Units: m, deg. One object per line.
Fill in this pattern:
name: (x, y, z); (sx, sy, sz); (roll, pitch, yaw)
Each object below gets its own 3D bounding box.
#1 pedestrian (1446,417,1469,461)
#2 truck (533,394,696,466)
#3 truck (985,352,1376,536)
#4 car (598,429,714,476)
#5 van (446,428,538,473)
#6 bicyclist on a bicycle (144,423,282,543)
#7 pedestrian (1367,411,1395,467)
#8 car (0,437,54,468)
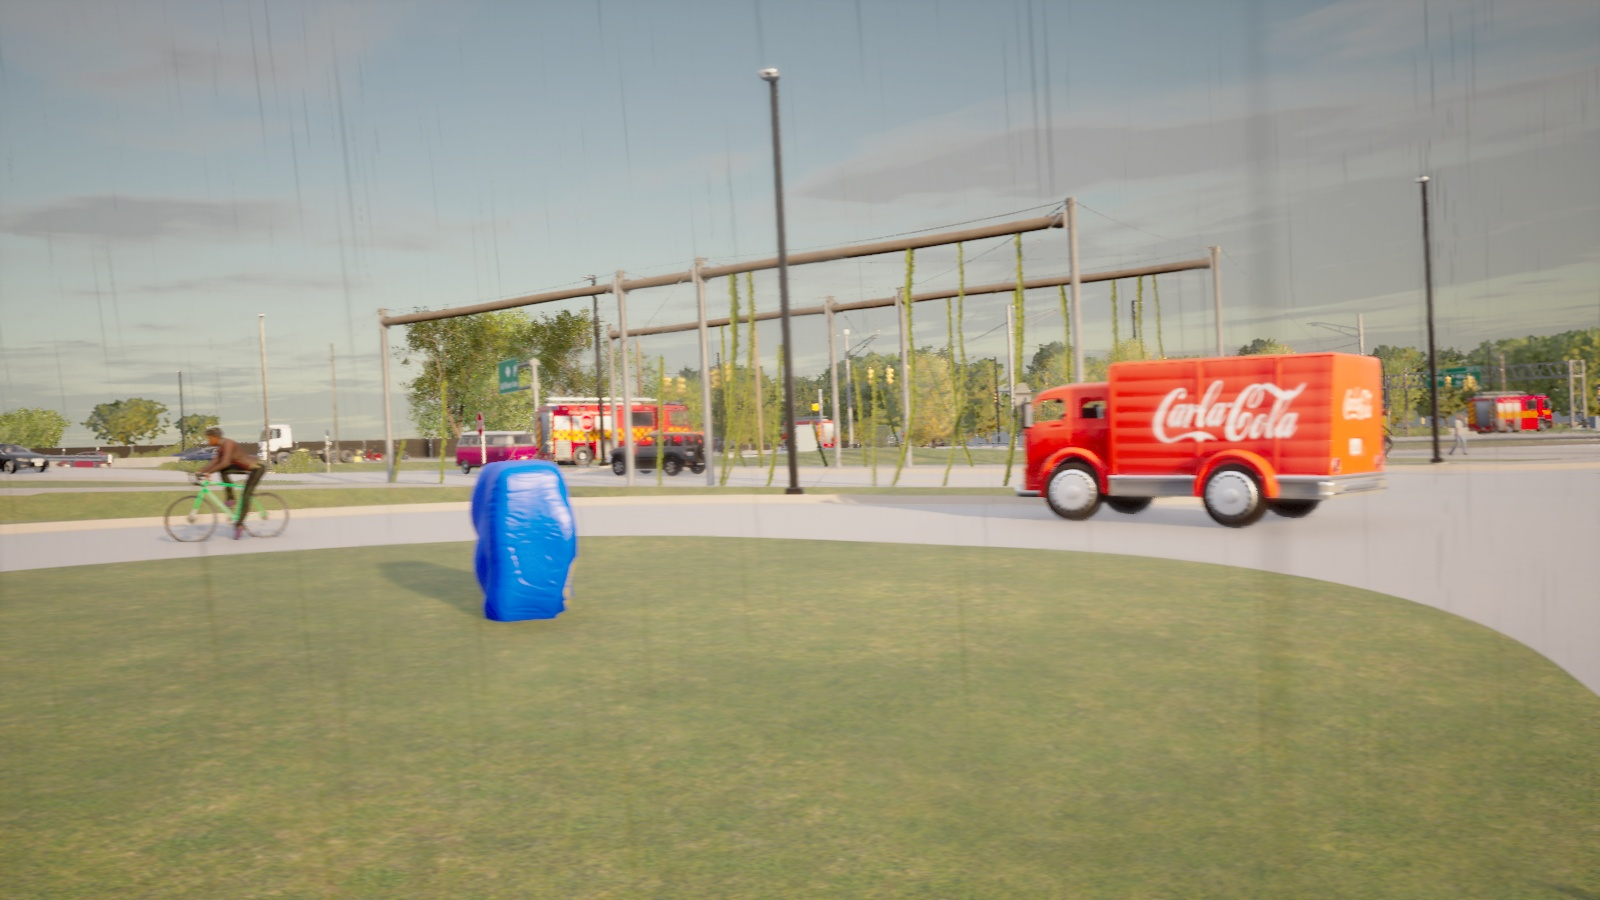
pedestrian: (28.109, -0.478, 53.707); (0.354, 1.836, 0.706); (-3, 0, -35)
truck: (-10.249, -1.073, 69.943); (8.468, 3.827, 2.891); (-1, -1, -31)
truck: (5.823, -0.089, 19.593); (5.204, 2.467, 2.627); (0, 1, 41)
car: (-6.054, 0.094, 52.612); (4.605, 1.855, 1.932); (0, 2, 34)
van: (-14.360, 0.010, 58.446); (4.442, 1.987, 1.775); (0, 2, 38)
bicyclist on a bicycle: (-8.319, 0.440, 17.821); (1.656, 1.620, 0.582); (-2, 2, -36)
pedestrian: (19.454, -0.367, 42.030); (0.726, 1.835, 0.370); (-2, 0, 35)
car: (-41.437, 0.098, 65.168); (4.902, 1.511, 2.128); (1, 2, 22)
